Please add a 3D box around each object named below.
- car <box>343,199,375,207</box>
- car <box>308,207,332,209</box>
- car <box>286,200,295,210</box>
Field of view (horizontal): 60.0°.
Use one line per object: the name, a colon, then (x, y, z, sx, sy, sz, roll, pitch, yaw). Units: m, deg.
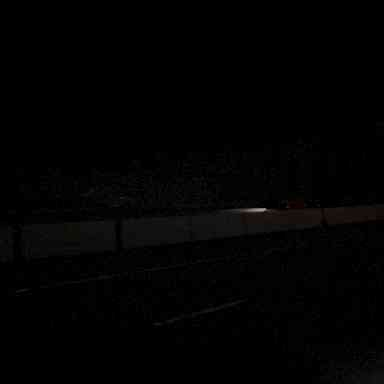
car: (16.181, 1.352, 32.709, 4.181, 1.385, 1.994, 0, 0, -35)
car: (14.051, 1.267, 35.488, 5.008, 1.535, 1.882, 0, 0, -35)
car: (12.004, 1.267, 38.328, 5.008, 1.535, 1.882, 0, 0, -35)
